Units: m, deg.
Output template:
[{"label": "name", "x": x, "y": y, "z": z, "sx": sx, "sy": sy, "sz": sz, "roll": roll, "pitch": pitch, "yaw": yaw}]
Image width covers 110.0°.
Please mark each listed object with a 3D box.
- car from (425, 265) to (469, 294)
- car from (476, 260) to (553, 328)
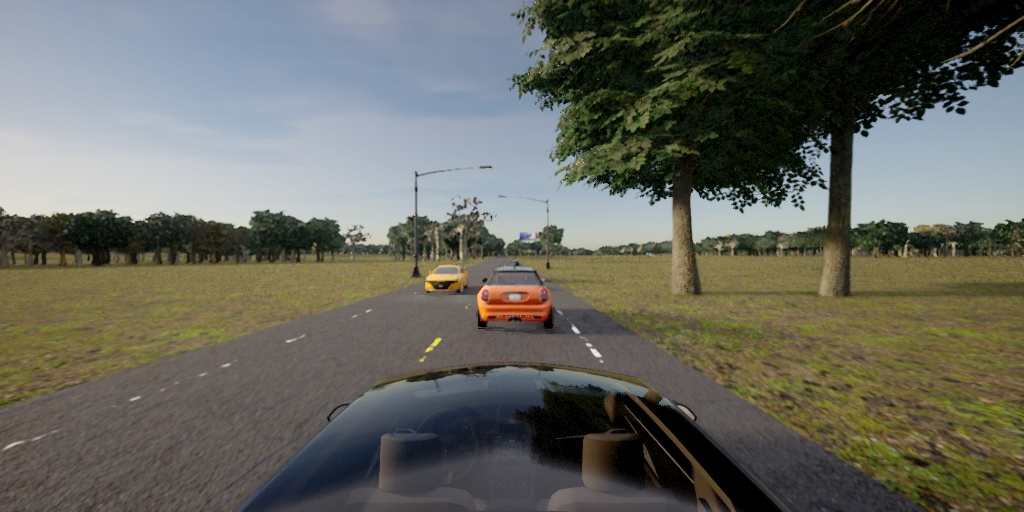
[{"label": "car", "x": -3.682, "y": 1.268, "z": 20.928, "sx": 1.882, "sy": 1.535, "sz": 5.008, "roll": 0, "pitch": 0, "yaw": 0}, {"label": "car", "x": 0.067, "y": 1.123, "z": 11.621, "sx": 2.097, "sy": 1.767, "sz": 4.553, "roll": 0, "pitch": 0, "yaw": 0}]
